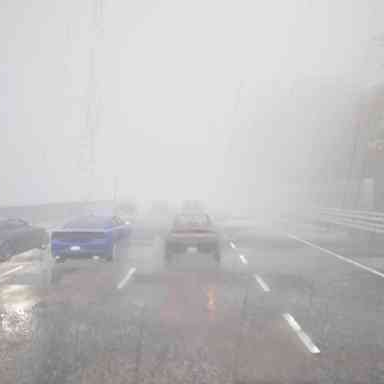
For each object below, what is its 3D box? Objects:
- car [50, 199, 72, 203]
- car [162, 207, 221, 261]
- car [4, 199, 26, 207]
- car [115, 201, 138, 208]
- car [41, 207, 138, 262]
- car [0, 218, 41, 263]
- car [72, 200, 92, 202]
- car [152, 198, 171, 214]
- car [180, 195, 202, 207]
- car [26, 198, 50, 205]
[{"bbox_3d":[-20.976,1.814,54.470,1.812,1.442,4.674,0,0,1],"label":"car"},{"bbox_3d":[0.011,1.556,12.569,2.128,1.511,4.902,0,0,0],"label":"car"},{"bbox_3d":[-27.946,1.831,53.401,2.033,1.411,5.357,0,0,1],"label":"car"},{"bbox_3d":[-6.967,1.691,35.560,1.837,1.490,4.892,0,0,0],"label":"car"},{"bbox_3d":[-3.490,1.543,12.432,1.882,1.535,5.008,0,0,0],"label":"car"},{"bbox_3d":[-6.988,1.630,12.266,1.994,1.385,4.181,0,0,0],"label":"car"},{"bbox_3d":[-17.478,1.886,54.445,1.895,1.301,4.718,0,0,1],"label":"car"},{"bbox_3d":[-3.468,1.743,37.939,2.033,1.411,5.357,0,0,0],"label":"car"},{"bbox_3d":[0.029,1.546,37.985,2.097,1.767,4.553,0,0,0],"label":"car"},{"bbox_3d":[-24.476,1.800,54.284,1.837,1.490,4.892,0,0,1],"label":"car"}]
